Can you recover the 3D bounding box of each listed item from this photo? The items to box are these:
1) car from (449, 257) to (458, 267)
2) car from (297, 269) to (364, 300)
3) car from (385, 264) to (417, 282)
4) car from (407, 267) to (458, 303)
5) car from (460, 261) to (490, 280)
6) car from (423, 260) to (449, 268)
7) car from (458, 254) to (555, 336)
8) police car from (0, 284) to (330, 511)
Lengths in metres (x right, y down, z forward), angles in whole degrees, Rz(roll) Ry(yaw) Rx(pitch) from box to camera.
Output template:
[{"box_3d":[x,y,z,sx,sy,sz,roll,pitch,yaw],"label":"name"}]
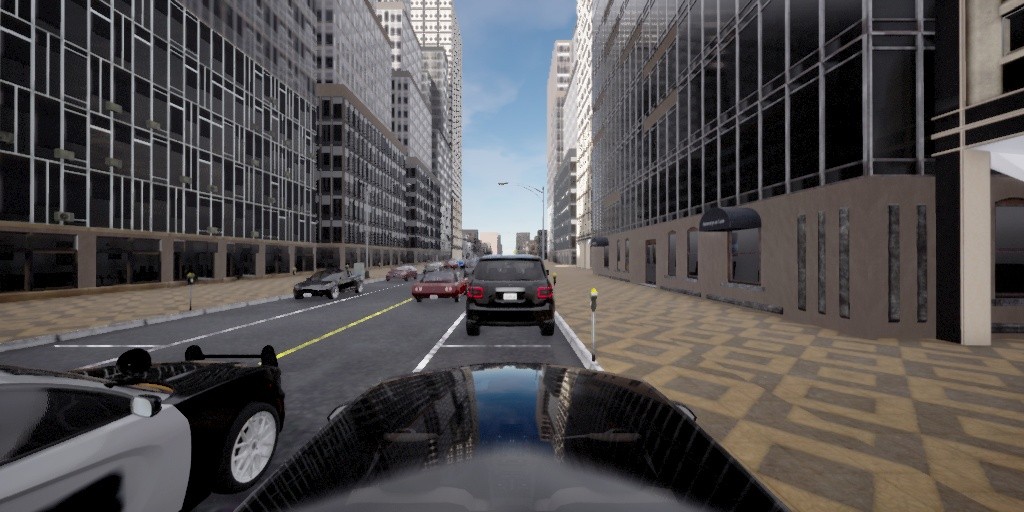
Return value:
[{"box_3d":[-8.836,1.273,51.803,1.888,1.381,4.507,0,0,0],"label":"car"},{"box_3d":[-8.836,1.313,17.650,1.948,1.339,4.313,0,0,0],"label":"car"},{"box_3d":[-8.835,1.324,29.033,1.802,1.307,4.207,0,0,0],"label":"car"},{"box_3d":[-3.145,1.365,16.692,1.895,1.301,4.718,0,0,0],"label":"car"},{"box_3d":[-3.145,1.237,31.662,2.128,1.511,4.902,0,0,0],"label":"car"},{"box_3d":[-8.836,1.286,40.419,2.007,1.370,4.403,0,0,0],"label":"car"},{"box_3d":[-0.039,0.977,10.529,2.150,2.045,5.566,0,0,0],"label":"car"},{"box_3d":[-3.145,1.175,1.609,1.930,1.638,5.238,0,0,0],"label":"police car"}]
